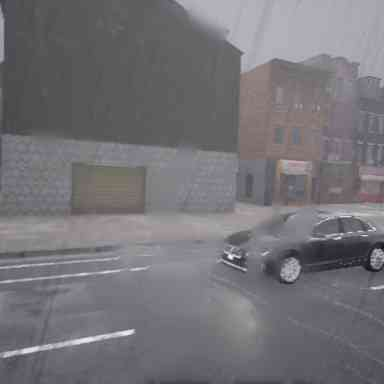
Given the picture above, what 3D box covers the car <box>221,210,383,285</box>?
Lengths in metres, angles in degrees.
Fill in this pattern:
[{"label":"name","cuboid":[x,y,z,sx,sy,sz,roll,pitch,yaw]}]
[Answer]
[{"label":"car","cuboid":[3.080,1.259,8.626,4.892,1.490,1.837,1,2,-26]}]
